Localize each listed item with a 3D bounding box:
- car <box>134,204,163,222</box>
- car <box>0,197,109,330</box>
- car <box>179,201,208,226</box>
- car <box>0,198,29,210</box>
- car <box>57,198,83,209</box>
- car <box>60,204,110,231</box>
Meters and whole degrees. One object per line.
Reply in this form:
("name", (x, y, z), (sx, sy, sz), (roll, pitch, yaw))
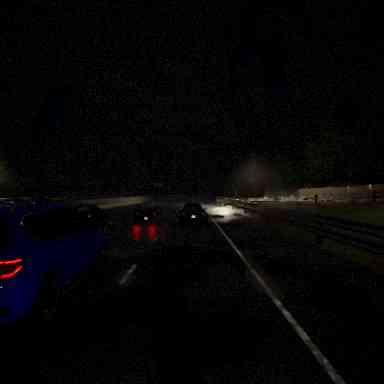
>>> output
("car", (-3.403, 1.653, 26.853), (1.895, 1.301, 4.718), (0, 0, 0))
("car", (-3.401, 1.231, 7.043), (2.150, 2.045, 5.566), (0, 0, 0))
("car", (0.097, 1.609, 24.091), (1.994, 1.385, 4.181), (0, 0, 0))
("car", (-24.586, 1.616, 45.775), (1.837, 1.490, 4.892), (0, 0, 0))
("car", (-17.577, 1.598, 48.038), (1.882, 1.535, 5.008), (0, -1, 0))
("car", (-6.902, 1.565, 21.986), (1.812, 1.442, 4.674), (0, 0, 0))
